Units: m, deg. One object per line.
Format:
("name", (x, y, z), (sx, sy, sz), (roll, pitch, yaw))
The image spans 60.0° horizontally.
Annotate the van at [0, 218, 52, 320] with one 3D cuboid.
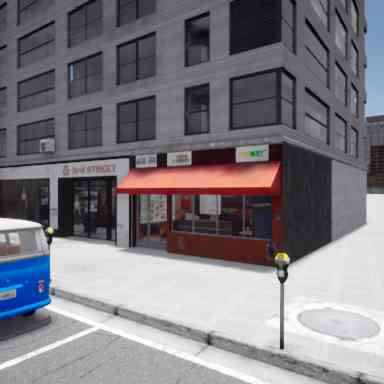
("van", (-4.327, 1.340, 6.165), (3.998, 1.788, 1.690), (0, 0, 36))
